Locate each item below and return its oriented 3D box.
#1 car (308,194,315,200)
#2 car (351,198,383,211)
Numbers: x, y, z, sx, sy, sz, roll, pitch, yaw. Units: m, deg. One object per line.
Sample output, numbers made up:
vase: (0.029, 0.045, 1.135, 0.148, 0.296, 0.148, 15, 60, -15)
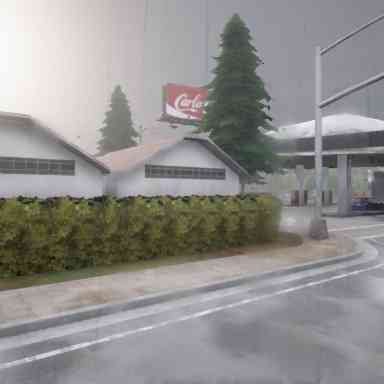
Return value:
car: (31.789, 1.330, 88.849, 2.152, 1.636, 5.027, 0, 0, -36)
car: (20.782, 1.480, 39.342, 4.611, 1.667, 2.242, 0, 0, -36)
